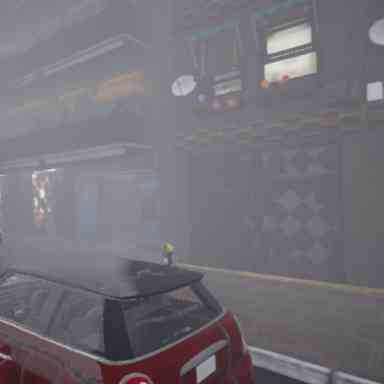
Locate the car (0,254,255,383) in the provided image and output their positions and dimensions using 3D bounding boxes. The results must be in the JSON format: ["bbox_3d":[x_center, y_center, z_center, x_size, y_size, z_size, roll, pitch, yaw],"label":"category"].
[{"bbox_3d":[-1.467,1.446,3.801,4.097,1.590,1.967,0,-1,36],"label":"car"}]
